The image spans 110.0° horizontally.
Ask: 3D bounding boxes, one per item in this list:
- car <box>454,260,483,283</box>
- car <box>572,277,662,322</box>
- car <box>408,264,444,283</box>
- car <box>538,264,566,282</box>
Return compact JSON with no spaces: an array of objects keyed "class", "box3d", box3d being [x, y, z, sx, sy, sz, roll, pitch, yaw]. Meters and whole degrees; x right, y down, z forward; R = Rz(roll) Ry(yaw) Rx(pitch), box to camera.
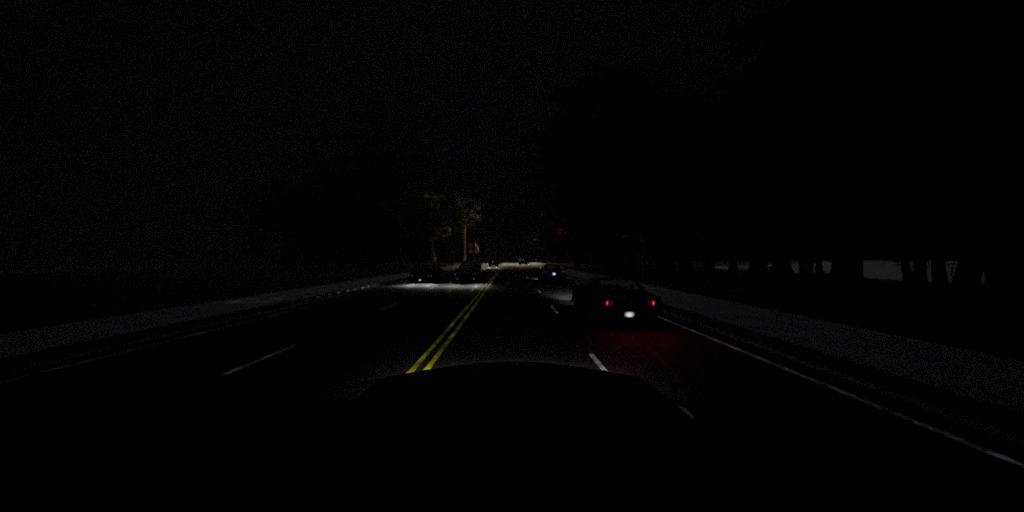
[{"class":"car","box3d":[-3.437,1.290,28.743,1.882,1.535,5.008,0,0,0]},{"class":"car","box3d":[3.330,1.374,12.388,1.895,1.301,4.718,0,0,0]},{"class":"car","box3d":[-6.680,1.359,28.636,2.033,1.411,5.357,0,0,0]},{"class":"car","box3d":[3.259,1.378,29.785,1.994,1.385,4.181,0,0,0]}]
